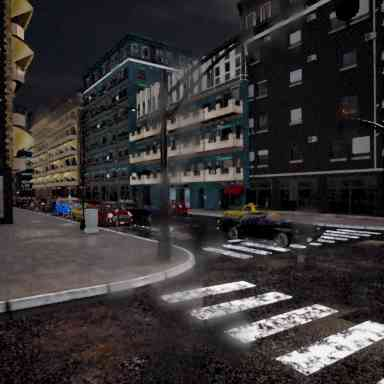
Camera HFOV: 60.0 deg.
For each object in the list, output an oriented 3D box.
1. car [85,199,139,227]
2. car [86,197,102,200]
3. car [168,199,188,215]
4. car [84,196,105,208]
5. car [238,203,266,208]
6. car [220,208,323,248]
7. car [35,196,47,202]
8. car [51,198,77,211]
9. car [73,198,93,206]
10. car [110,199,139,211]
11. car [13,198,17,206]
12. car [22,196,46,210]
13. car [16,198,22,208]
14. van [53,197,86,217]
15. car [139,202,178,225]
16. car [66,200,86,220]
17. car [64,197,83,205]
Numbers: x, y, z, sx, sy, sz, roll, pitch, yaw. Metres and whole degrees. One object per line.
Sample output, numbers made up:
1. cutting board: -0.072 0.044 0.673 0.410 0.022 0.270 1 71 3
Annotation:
1. car: -5.831 1.554 23.934 1.967 1.590 4.097 -1 1 -35
2. car: -10.221 1.582 34.562 1.882 1.535 5.008 -1 0 -35
3. car: -2.220 1.444 33.303 1.967 1.590 4.097 -1 1 -35
4. car: -15.071 1.504 51.328 1.967 1.590 4.097 -1 1 -35
5. car: 4.108 1.500 24.430 1.752 1.417 4.829 -1 1 -35
6. car: 3.491 1.645 15.323 1.895 1.301 4.718 -1 0 -35
7. car: -37.558 1.731 82.874 1.887 1.381 4.507 -1 1 -35
8. car: -17.169 1.630 44.382 2.128 1.511 4.902 -1 0 -35
9. car: -18.282 1.646 55.836 1.947 1.339 4.313 -1 1 -35
10. car: -8.644 1.584 42.317 2.008 1.369 4.403 -1 1 -35
11. car: -31.531 1.784 59.984 1.887 1.381 4.507 -1 1 -35
12. car: -21.894 1.629 46.465 1.967 1.590 4.097 -1 1 -35
13. car: -25.105 1.771 50.972 1.947 1.339 4.313 -1 1 -35
14. van: -12.258 1.484 32.945 1.690 1.788 3.998 -1 1 -35
15. car: -3.227 1.637 24.747 1.994 1.385 4.181 -1 0 -35
16. car: -8.943 1.653 28.302 1.752 1.417 4.829 -1 1 -35
17. car: -21.495 1.648 60.342 2.008 1.369 4.403 -1 1 -35
